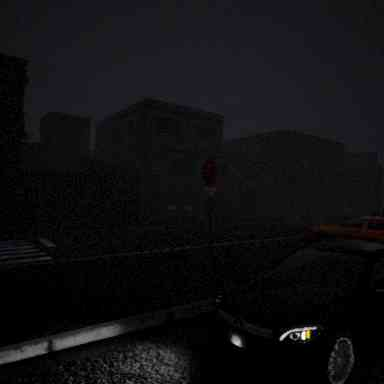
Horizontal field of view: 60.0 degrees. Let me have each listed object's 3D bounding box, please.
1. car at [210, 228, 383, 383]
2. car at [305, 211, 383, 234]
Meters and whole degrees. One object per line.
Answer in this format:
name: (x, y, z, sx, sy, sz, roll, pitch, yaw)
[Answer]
car: (2.445, 1.570, 5.428, 4.674, 1.442, 1.812, 1, 0, -35)
car: (7.368, 1.658, 13.868, 1.946, 1.575, 5.366, 1, -1, -35)
